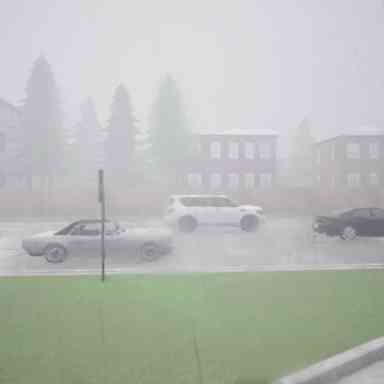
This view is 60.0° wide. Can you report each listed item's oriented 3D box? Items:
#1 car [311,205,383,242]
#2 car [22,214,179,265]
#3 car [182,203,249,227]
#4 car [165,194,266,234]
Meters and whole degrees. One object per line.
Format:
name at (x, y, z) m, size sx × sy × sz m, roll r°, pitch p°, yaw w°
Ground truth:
car at (8.134, 1.373, 15.373) m, size 5.008 × 1.535 × 1.882 m, roll -1°, pitch 0°, yaw -4°
car at (-2.894, 1.575, 11.156) m, size 4.718 × 1.301 × 1.895 m, roll 0°, pitch 0°, yaw -3°
car at (1.449, 1.473, 21.949) m, size 4.181 × 1.385 × 1.994 m, roll 0°, pitch 0°, yaw -4°
car at (1.230, 1.146, 18.423) m, size 5.566 × 2.045 × 2.150 m, roll -1°, pitch 0°, yaw -4°
